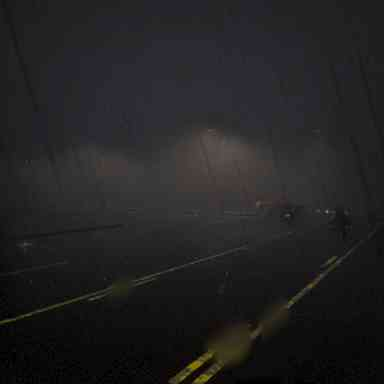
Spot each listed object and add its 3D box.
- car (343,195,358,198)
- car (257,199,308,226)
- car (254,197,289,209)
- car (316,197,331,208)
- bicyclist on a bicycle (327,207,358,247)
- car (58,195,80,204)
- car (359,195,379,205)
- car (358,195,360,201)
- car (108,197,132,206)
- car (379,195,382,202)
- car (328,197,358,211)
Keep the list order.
[{"bbox_3d":[28.979,1.320,61.906,2.097,1.767,4.553,0,1,35],"label":"car"},{"bbox_3d":[6.717,1.491,23.312,2.128,1.511,4.902,0,0,34],"label":"car"},{"bbox_3d":[9.713,1.352,39.703,4.553,1.767,2.097,0,-1,2],"label":"car"},{"bbox_3d":[19.382,1.491,48.017,2.128,1.511,4.902,0,0,34],"label":"car"},{"bbox_3d":[6.302,1.455,14.068,0.582,1.620,1.656,0,-2,-23],"label":"bicyclist on a bicycle"},{"bbox_3d":[-22.792,1.492,61.421,4.902,1.511,2.128,0,0,34],"label":"car"},{"bbox_3d":[32.309,1.470,60.567,1.837,1.490,4.892,0,0,35],"label":"car"},{"bbox_3d":[34.938,1.381,70.597,1.812,1.442,4.674,0,1,34],"label":"car"},{"bbox_3d":[-11.694,1.563,53.893,4.181,1.385,1.994,0,0,34],"label":"car"},{"bbox_3d":[38.514,1.364,69.625,2.128,1.511,4.902,0,1,34],"label":"car"},{"bbox_3d":[18.439,1.601,40.473,1.895,1.301,4.718,0,0,35],"label":"car"}]
